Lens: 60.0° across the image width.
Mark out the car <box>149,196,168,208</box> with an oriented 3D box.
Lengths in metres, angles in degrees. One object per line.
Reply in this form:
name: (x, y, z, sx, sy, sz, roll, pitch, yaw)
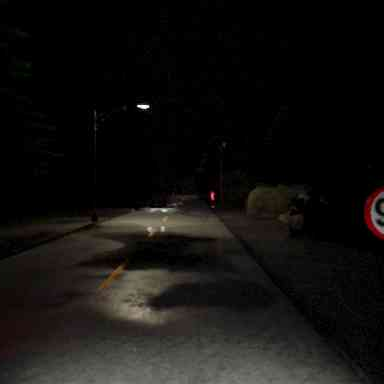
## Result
car: (-4.051, 1.180, 40.681, 1.812, 1.442, 4.674, 0, 0, 0)
